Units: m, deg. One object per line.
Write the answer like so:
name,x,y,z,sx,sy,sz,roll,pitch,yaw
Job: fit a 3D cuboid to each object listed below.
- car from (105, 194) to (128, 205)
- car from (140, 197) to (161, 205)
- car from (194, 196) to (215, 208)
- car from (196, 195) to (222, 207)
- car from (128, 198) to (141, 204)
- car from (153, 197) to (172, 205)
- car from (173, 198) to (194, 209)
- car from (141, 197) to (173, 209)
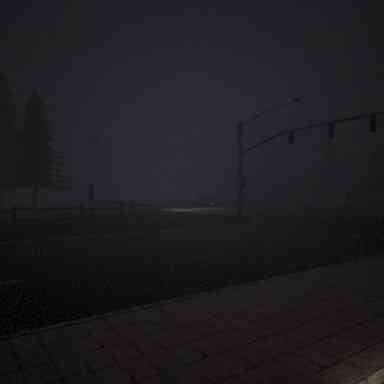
car,-14.476,1.384,61.796,2.150,2.045,5.566,0,0,-34
car,-8.155,1.705,64.983,2.128,1.511,4.902,0,0,-34
car,0.690,1.756,52.146,2.033,1.411,5.357,0,0,-35
car,2.582,1.457,55.587,2.150,2.045,5.566,0,-1,-34
car,-10.948,1.787,62.850,1.895,1.301,4.718,0,0,-34
car,-6.047,1.794,68.123,1.994,1.385,4.181,0,0,-35
car,-2.137,1.710,50.075,1.812,1.442,4.674,0,0,-35
car,-5.176,1.762,48.309,1.895,1.301,4.718,0,0,-35
